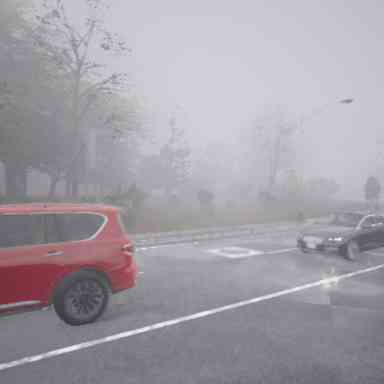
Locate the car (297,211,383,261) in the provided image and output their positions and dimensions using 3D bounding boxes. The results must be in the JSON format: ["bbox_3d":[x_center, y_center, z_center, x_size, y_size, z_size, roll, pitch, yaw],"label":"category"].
[{"bbox_3d":[5.940,1.504,12.419,4.902,1.511,2.128,0,0,-36],"label":"car"}]

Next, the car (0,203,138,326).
[{"bbox_3d":[-3.659,1.225,5.578,5.566,2.045,2.150,1,0,-35],"label":"car"}]
